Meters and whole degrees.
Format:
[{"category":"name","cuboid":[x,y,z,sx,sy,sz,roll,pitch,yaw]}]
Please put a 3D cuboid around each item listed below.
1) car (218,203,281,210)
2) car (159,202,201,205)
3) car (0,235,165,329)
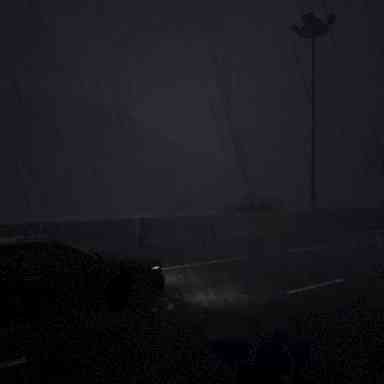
[{"category":"car","cuboid":[3.931,1.083,22.708,4.902,1.511,2.128,0,0,-29]},{"category":"car","cuboid":[-1.168,1.196,31.887,4.181,1.385,1.994,0,0,-29]},{"category":"car","cuboid":[-2.738,1.514,5.993,4.674,1.442,1.812,0,0,-35]}]
